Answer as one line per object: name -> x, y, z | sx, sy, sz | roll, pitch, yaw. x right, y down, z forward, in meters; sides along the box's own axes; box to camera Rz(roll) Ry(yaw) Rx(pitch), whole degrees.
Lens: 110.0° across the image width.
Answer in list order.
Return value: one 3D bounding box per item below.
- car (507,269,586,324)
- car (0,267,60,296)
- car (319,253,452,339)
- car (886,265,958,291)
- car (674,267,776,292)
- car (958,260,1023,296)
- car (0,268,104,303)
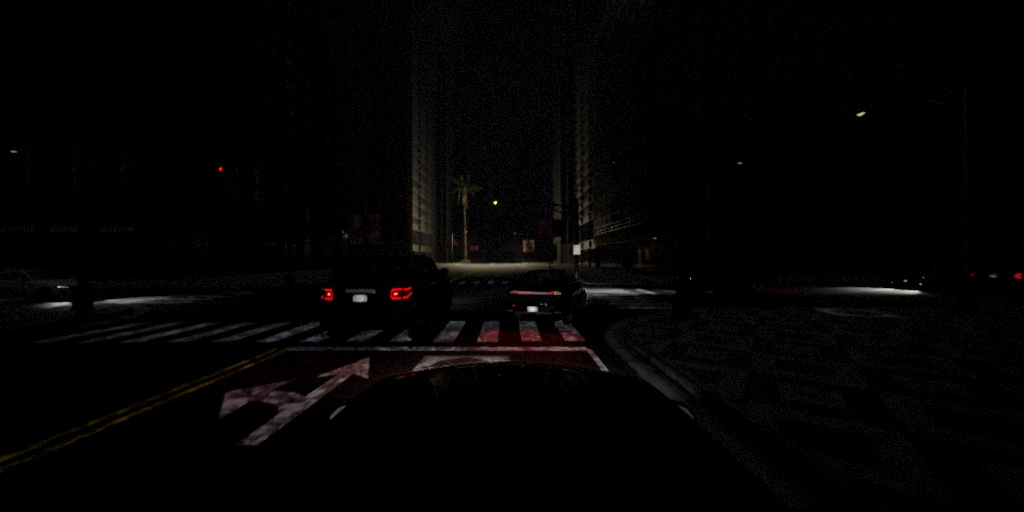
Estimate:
car -> 1.283, 1.194, 12.024 | 2.128, 1.511, 4.902 | -1, 1, 17
car -> -27.812, 1.363, 19.314 | 4.674, 1.442, 1.812 | 0, 0, 0
car -> -3.161, 0.944, 10.137 | 2.150, 2.045, 5.566 | 0, 1, 0
car -> 23.947, 1.195, 20.044 | 4.181, 1.385, 1.994 | 0, 0, -1
car -> 11.643, 1.274, 19.850 | 4.718, 1.301, 1.895 | 0, 0, -1
car -> 24.695, 0.963, 16.867 | 4.553, 1.767, 2.097 | 0, 0, -1
car -> -21.359, 1.317, 16.125 | 4.674, 1.442, 1.812 | 0, 0, 1
